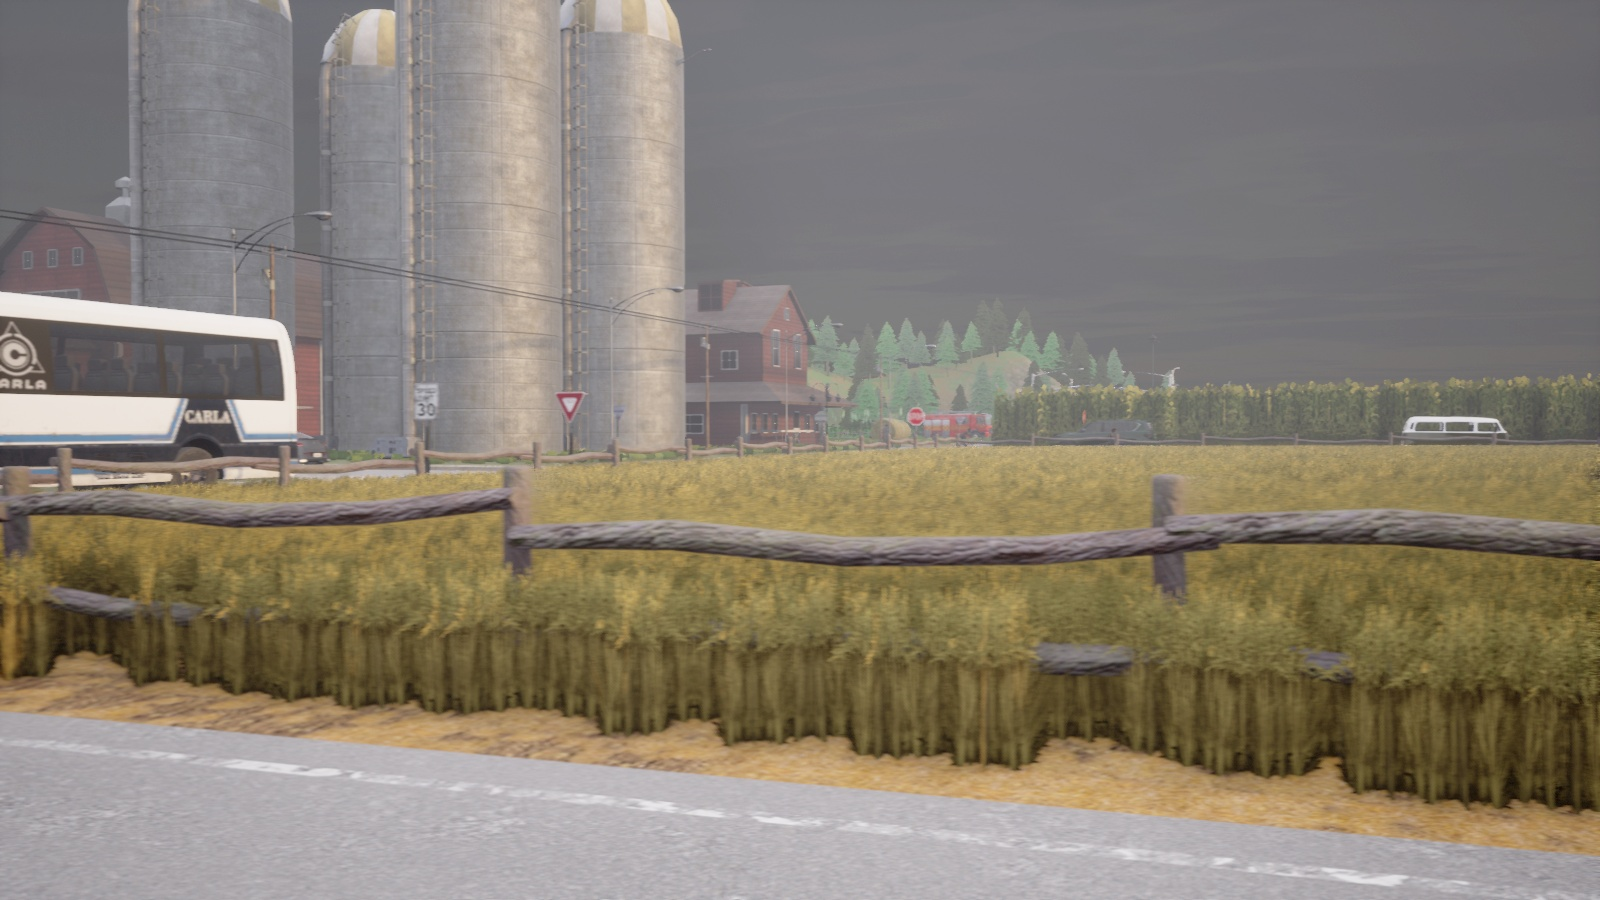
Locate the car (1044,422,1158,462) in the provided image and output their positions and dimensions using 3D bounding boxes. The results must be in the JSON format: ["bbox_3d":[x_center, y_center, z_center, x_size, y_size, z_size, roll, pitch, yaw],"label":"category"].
[{"bbox_3d":[15.890,-0.457,66.333,5.566,2.045,2.150,0,1,22],"label":"car"}]

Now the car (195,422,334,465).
[{"bbox_3d":[-21.318,-0.276,50.011,5.027,1.651,2.152,1,1,21],"label":"car"}]

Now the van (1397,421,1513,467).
[{"bbox_3d":[29.831,-0.282,57.374,4.480,2.038,2.069,1,1,22],"label":"van"}]

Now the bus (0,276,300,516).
[{"bbox_3d":[-15.244,-1.004,24.777,3.944,4.253,10.273,1,1,23],"label":"bus"}]
